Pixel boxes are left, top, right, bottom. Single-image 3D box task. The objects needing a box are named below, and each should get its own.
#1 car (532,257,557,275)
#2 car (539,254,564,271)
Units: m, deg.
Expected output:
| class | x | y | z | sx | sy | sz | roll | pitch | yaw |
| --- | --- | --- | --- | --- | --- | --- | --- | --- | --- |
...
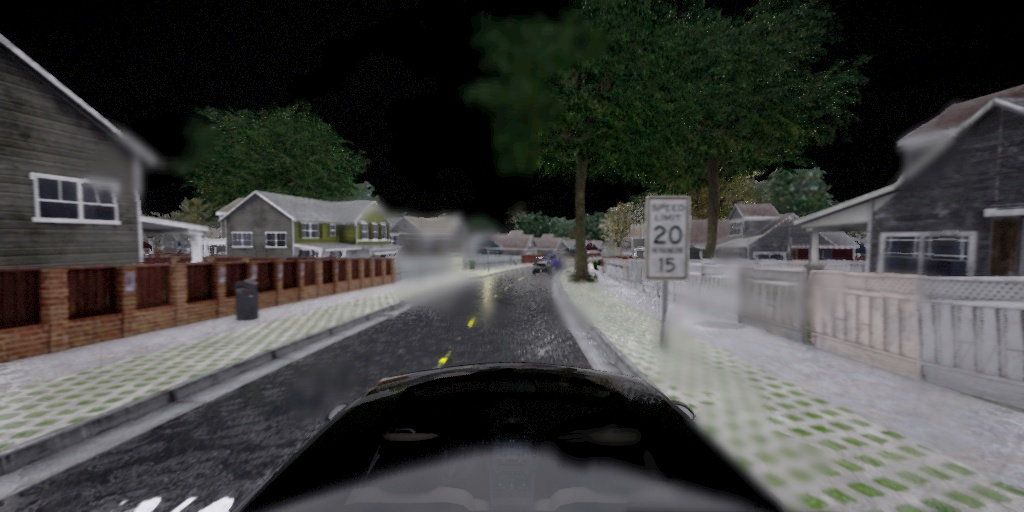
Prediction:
| class | x | y | z | sx | sy | sz | roll | pitch | yaw |
| --- | --- | --- | --- | --- | --- | --- | --- | --- | --- |
| car | 3.233 | 1.136 | 36.485 | 1.837 | 1.490 | 4.892 | 1 | 0 | 11 |
| car | 5.437 | 0.802 | 46.912 | 2.150 | 2.045 | 5.566 | 1 | 1 | 14 |
